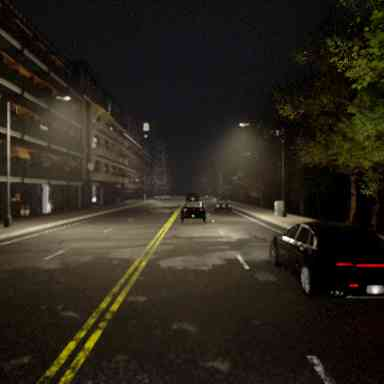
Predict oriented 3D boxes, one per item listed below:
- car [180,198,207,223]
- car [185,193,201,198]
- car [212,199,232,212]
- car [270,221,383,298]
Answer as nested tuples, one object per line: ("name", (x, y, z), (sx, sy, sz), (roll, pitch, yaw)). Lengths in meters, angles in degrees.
("car", (0.094, 1.462, 25.561), (2.128, 1.511, 4.902), (0, 0, 0))
("car", (0.089, 1.174, 49.942), (2.150, 2.045, 5.566), (0, 0, 0))
("car", (3.343, 1.509, 37.529), (2.033, 1.411, 5.357), (0, 0, 0))
("car", (3.337, 1.497, 8.469), (1.837, 1.490, 4.892), (0, 1, 0))
